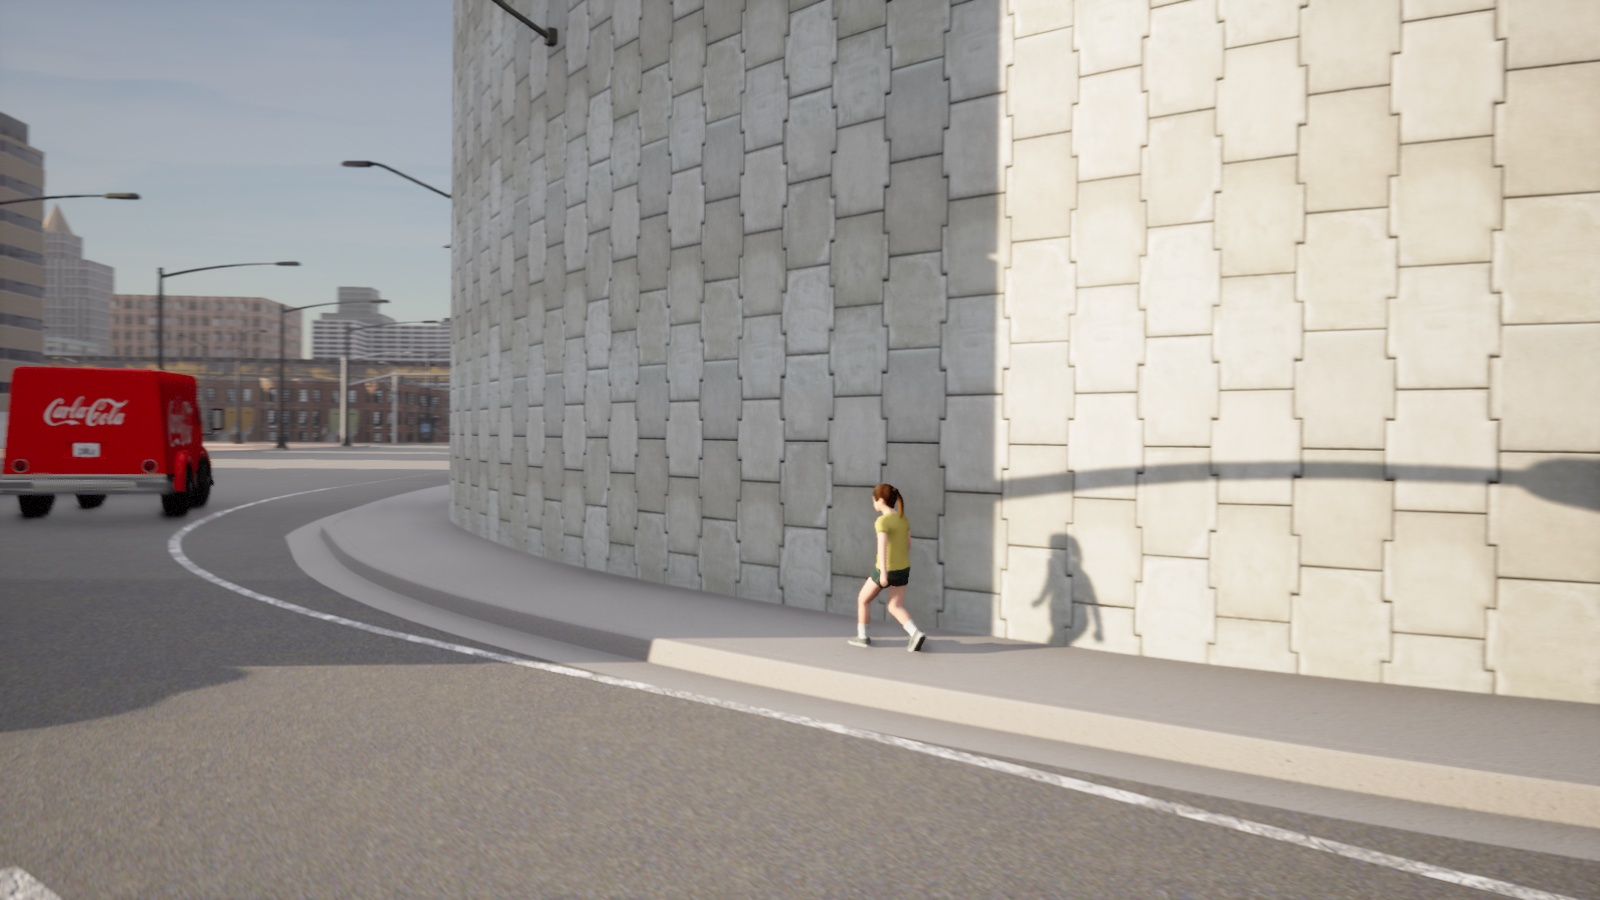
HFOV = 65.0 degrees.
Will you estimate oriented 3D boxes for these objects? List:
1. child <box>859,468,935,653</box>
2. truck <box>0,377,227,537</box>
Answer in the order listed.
[{"bbox_3d":[0.604,0.671,7.816,0.255,1.110,0.394,-1,1,-44],"label":"child"},{"bbox_3d":[-12.009,0.073,22.206,2.627,2.467,5.204,-1,1,-16],"label":"truck"}]
